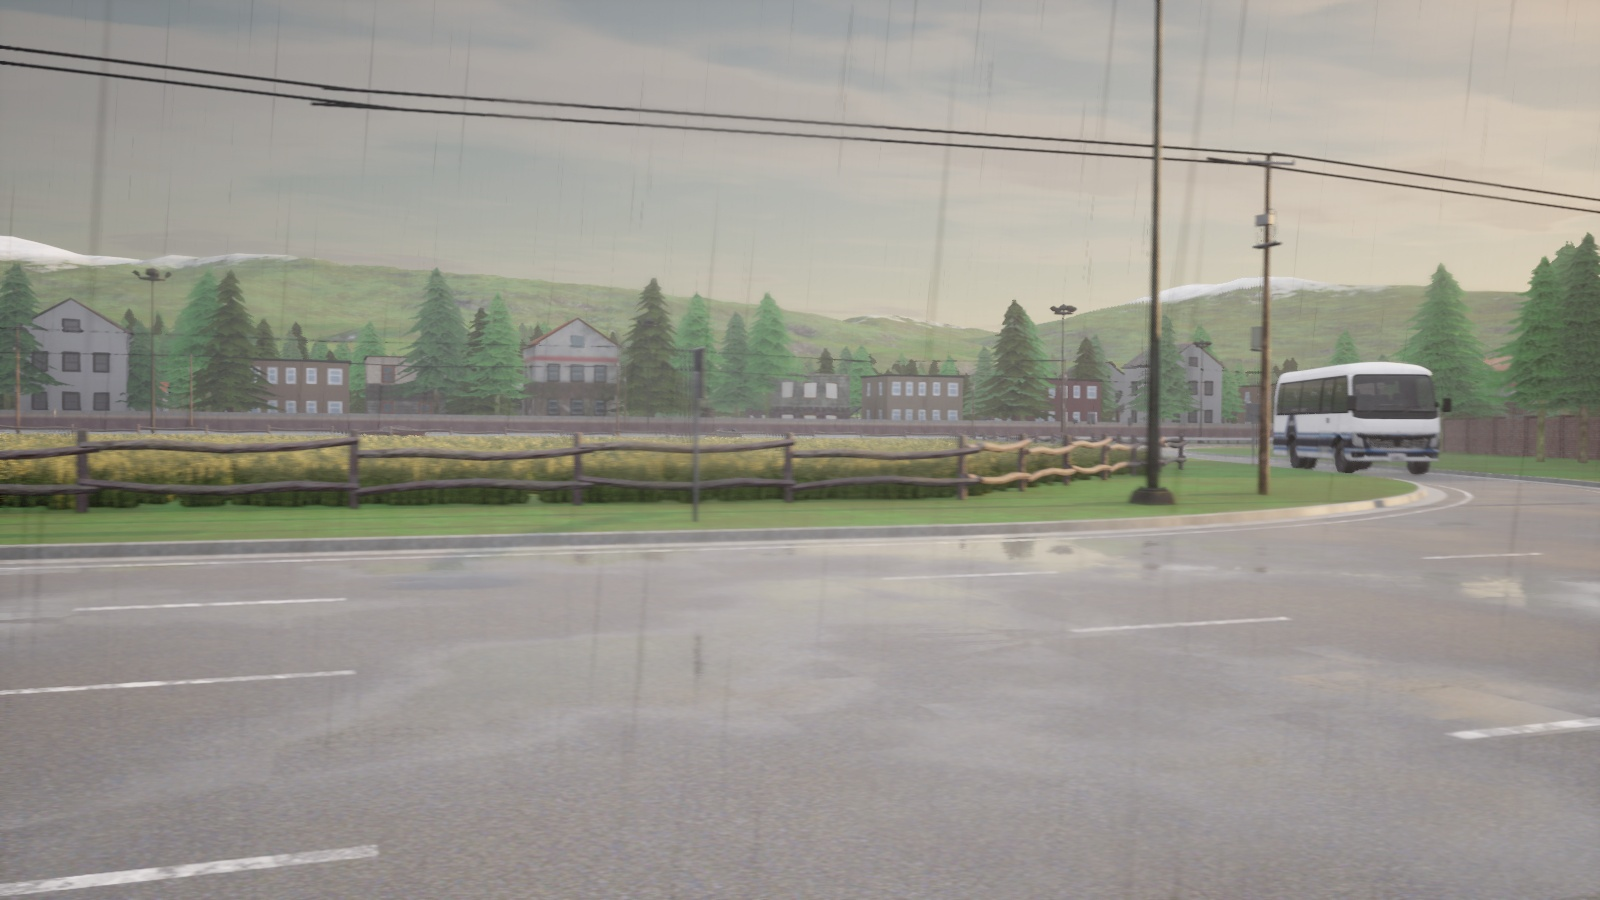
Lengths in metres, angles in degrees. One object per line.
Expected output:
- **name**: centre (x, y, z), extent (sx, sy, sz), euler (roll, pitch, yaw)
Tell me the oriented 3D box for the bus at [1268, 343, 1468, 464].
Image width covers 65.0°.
- **bus**: centre (22.127, -1.734, 49.838), extent (3.944, 4.253, 10.273), euler (-1, 1, 5)
